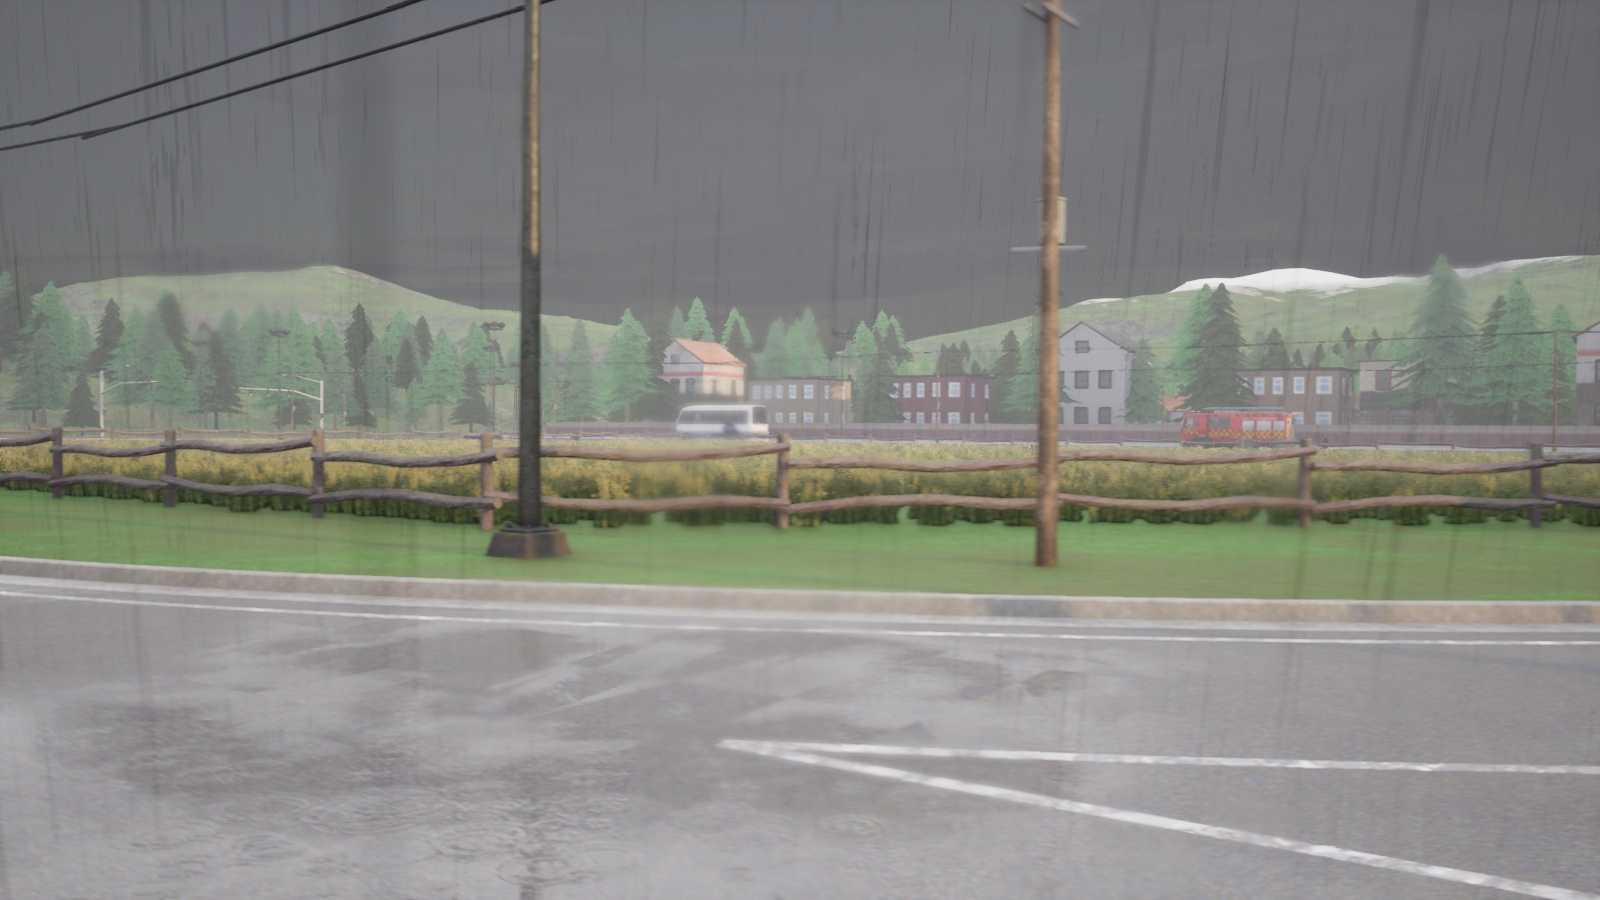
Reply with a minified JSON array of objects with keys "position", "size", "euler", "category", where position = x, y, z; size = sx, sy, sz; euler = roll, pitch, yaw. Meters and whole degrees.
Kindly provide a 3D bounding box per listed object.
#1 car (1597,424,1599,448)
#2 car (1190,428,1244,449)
[{"position":[53.306,-0.893,79.706],"size":[4.514,1.525,2.007],"euler":[0,1,34],"category":"car"},{"position":[31.118,-0.850,93.655],"size":[3.705,1.549,1.789],"euler":[0,1,21],"category":"car"}]
